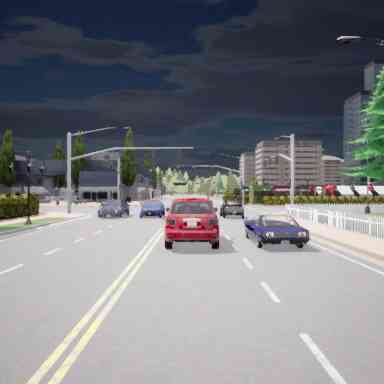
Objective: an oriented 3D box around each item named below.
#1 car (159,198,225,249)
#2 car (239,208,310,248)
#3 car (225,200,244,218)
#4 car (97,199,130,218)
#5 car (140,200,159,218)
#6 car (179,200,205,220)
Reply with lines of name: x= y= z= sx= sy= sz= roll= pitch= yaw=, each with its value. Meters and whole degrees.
car: x=0.000 y=1.257 z=14.680 sx=2.150 sy=2.045 sz=5.566 roll=0 pitch=0 yaw=0
car: x=3.500 y=1.615 z=14.680 sx=1.895 sy=1.301 sz=4.718 roll=0 pitch=0 yaw=0
car: x=3.500 y=1.494 z=29.650 sx=2.128 sy=1.511 sz=4.902 roll=0 pitch=0 yaw=0
car: x=-7.000 y=1.403 z=30.050 sx=2.097 sy=1.767 sz=4.553 roll=0 pitch=0 yaw=0
car: x=-3.500 y=1.511 z=30.020 sx=1.882 sy=1.535 sz=5.008 roll=0 pitch=0 yaw=0
car: x=0.000 y=1.494 z=29.650 sx=2.128 sy=1.511 sz=4.902 roll=0 pitch=0 yaw=0
